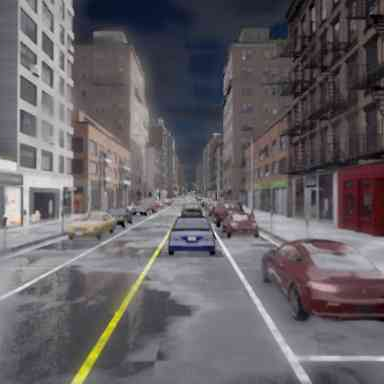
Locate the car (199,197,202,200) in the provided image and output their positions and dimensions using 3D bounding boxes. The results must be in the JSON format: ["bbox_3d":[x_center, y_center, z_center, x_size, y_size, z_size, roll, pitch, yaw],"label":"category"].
[{"bbox_3d":[2.619,2.085,58.256,1.947,1.339,4.313,0,0,0],"label":"car"}]

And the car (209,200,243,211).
[{"bbox_3d":[2.630,1.537,24.172,2.192,1.841,5.009,0,-1,0],"label":"car"}]

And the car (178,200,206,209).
[{"bbox_3d":[-0.006,1.774,29.309,1.837,1.490,4.892,0,0,0],"label":"car"}]

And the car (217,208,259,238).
[{"bbox_3d":[2.631,1.754,18.489,1.802,1.307,4.206,0,-1,0],"label":"car"}]

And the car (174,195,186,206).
[{"bbox_3d":[-2.773,1.860,71.771,2.150,2.045,5.566,0,0,0],"label":"car"}]

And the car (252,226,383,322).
[{"bbox_3d":[2.635,1.650,7.126,1.802,1.307,4.206,0,-1,0],"label":"car"}]

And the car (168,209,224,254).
[{"bbox_3d":[-0.004,1.678,13.992,2.033,1.411,5.357,0,0,0],"label":"car"}]

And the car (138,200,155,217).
[{"bbox_3d":[-5.399,1.886,35.525,1.947,1.339,4.313,0,-1,0],"label":"car"}]

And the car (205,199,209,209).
[{"bbox_3d":[2.626,1.761,35.533,1.967,1.590,4.097,0,-1,0],"label":"car"}]

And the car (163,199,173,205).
[{"bbox_3d":[-5.411,2.217,75.296,2.008,1.369,4.403,0,0,0],"label":"car"}]

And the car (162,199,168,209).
[{"bbox_3d":[-5.404,1.910,52.571,1.967,1.590,4.097,0,-1,0],"label":"car"}]

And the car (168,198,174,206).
[{"bbox_3d":[-5.409,2.199,69.614,1.802,1.307,4.206,0,0,0],"label":"car"}]

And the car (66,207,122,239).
[{"bbox_3d":[-5.394,1.695,18.311,1.752,1.417,4.829,0,-1,0],"label":"car"}]

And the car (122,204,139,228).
[{"bbox_3d":[-5.395,1.787,24.162,1.947,1.339,4.313,0,-1,0],"label":"car"}]

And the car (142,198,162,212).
[{"bbox_3d":[-5.401,1.685,41.208,2.192,1.841,5.009,0,-1,0],"label":"car"}]

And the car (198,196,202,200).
[{"bbox_3d":[2.616,2.144,69.789,1.752,1.417,4.829,0,0,0],"label":"car"}]

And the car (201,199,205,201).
[{"bbox_3d":[2.623,1.971,46.894,2.008,1.369,4.403,0,0,0],"label":"car"}]
